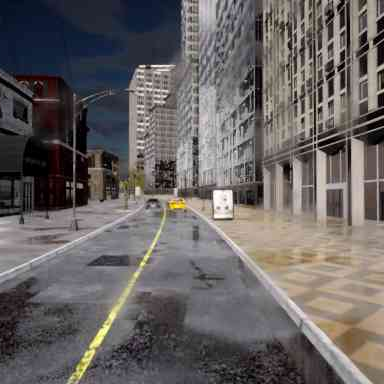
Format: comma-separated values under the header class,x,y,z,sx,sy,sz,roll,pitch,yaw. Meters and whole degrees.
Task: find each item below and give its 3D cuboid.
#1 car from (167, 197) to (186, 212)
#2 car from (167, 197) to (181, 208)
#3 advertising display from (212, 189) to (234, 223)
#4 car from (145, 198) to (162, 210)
class,x,y,z,sx,sy,sz,roll,pitch,yaw
car,-1.736,1.467,39.444,1.882,1.535,5.008,0,0,-5
car,-2.705,1.508,49.566,1.812,1.442,4.674,0,0,-6
advertising display,2.270,1.026,24.410,1.540,2.440,0.280,-1,-1,-3
car,-4.939,1.509,42.657,1.812,1.442,4.674,0,0,-5
